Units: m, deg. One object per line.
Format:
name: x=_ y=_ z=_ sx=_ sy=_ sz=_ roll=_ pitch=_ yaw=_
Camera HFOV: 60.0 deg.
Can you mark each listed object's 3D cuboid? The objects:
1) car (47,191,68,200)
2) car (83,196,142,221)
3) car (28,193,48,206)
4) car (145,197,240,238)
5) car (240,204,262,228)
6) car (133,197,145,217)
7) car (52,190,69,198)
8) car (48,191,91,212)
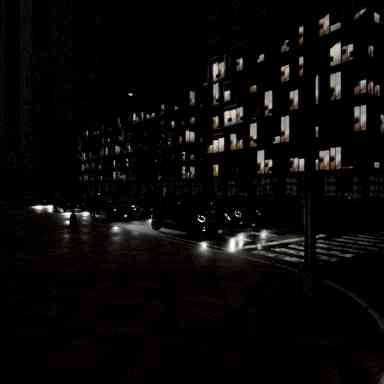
car: x=-22.630 y=0.541 z=55.854 sx=1.895 sy=1.301 sz=4.718 roll=0 pitch=1 yaw=-38
car: x=-5.709 y=1.208 z=23.514 sx=1.895 sy=1.301 sz=4.718 roll=0 pitch=1 yaw=-38
car: x=-17.637 y=0.817 z=38.719 sx=1.994 sy=1.385 sz=4.181 roll=0 pitch=1 yaw=-37
car: x=-0.131 y=1.124 z=16.456 sx=2.097 sy=1.767 sz=4.553 roll=0 pitch=1 yaw=-38
car: x=1.855 y=1.104 z=19.187 sx=2.097 sy=1.767 sz=4.553 roll=0 pitch=1 yaw=-38
car: x=-4.022 y=1.126 z=26.621 sx=2.033 sy=1.411 sz=5.357 roll=0 pitch=1 yaw=-38
car: x=-25.607 y=0.296 z=64.901 sx=1.812 sy=1.442 sz=4.674 roll=0 pitch=1 yaw=-38
car: x=-11.435 y=0.943 z=30.782 sx=1.837 sy=1.490 sz=4.892 roll=0 pitch=1 yaw=-38
